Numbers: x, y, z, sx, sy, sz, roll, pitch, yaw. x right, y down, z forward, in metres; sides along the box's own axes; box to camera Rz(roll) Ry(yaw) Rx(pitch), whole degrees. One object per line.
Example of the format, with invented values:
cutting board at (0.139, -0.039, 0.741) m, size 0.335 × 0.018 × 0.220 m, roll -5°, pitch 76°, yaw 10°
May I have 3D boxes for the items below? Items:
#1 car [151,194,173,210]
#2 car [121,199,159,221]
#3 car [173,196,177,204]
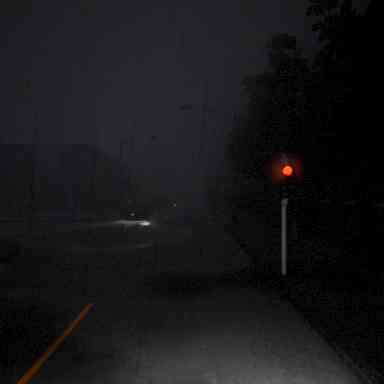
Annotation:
car at (-4.065, 1.222, 43.930) m, size 2.150 × 2.045 × 5.566 m, roll 0°, pitch 0°, yaw 0°
car at (-4.334, 1.564, 27.510) m, size 1.994 × 1.385 × 4.181 m, roll 0°, pitch 0°, yaw 6°
car at (-3.994, 1.506, 64.594) m, size 1.837 × 1.490 × 4.892 m, roll 0°, pitch 0°, yaw 1°
